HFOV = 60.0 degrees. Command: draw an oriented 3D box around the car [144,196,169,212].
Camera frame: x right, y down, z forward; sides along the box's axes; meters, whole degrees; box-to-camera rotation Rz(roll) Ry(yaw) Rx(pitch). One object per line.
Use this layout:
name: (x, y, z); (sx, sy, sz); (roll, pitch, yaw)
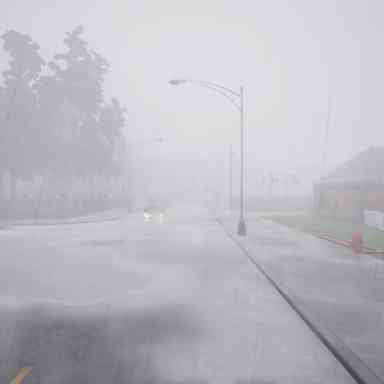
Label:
car: (-4.175, 1.352, 37.899); (2.097, 1.767, 4.553); (0, 0, 0)

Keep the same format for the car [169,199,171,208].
car: (-4.175, 1.352, 48.151); (2.097, 1.767, 4.553); (0, 0, 0)
